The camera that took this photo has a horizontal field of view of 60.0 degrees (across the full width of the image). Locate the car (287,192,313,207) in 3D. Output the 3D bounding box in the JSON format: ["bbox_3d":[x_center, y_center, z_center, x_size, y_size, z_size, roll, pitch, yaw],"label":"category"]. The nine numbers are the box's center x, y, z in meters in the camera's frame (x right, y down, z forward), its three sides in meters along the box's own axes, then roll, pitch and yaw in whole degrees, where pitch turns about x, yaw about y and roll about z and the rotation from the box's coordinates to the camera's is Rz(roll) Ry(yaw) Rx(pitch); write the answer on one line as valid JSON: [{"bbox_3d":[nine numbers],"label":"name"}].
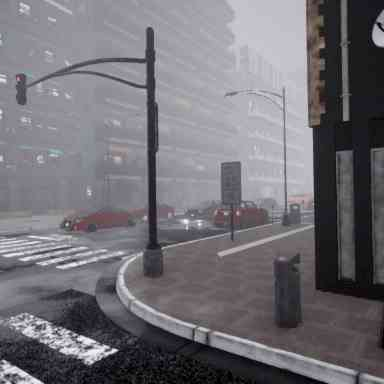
[{"bbox_3d":[14.222,1.017,45.076,2.097,1.767,4.553,-1,-1,37],"label":"car"}]

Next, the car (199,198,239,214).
[{"bbox_3d":[2.814,1.385,33.893,2.008,1.369,4.403,-1,0,36],"label":"car"}]

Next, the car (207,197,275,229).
[{"bbox_3d":[3.012,1.201,19.740,1.967,1.590,4.097,-1,0,36],"label":"car"}]

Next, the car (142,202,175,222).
[{"bbox_3d":[-3.204,1.459,25.779,1.887,1.381,4.507,-1,0,36],"label":"car"}]

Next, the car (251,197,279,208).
[{"bbox_3d":[9.482,1.312,43.053,1.947,1.339,4.313,-1,0,36],"label":"car"}]

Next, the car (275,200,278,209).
[{"bbox_3d":[7.624,1.296,36.103,2.033,1.411,5.357,-1,0,36],"label":"car"}]

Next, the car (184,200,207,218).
[{"bbox_3d":[1.579,1.376,27.808,2.033,1.411,5.357,-1,0,36],"label":"car"}]

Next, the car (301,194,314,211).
[{"bbox_3d":[12.922,1.196,33.542,1.947,1.339,4.313,-1,0,36],"label":"car"}]

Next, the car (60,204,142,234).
[{"bbox_3d":[-5.176,1.485,18.677,1.994,1.385,4.181,-1,0,39],"label":"car"}]
